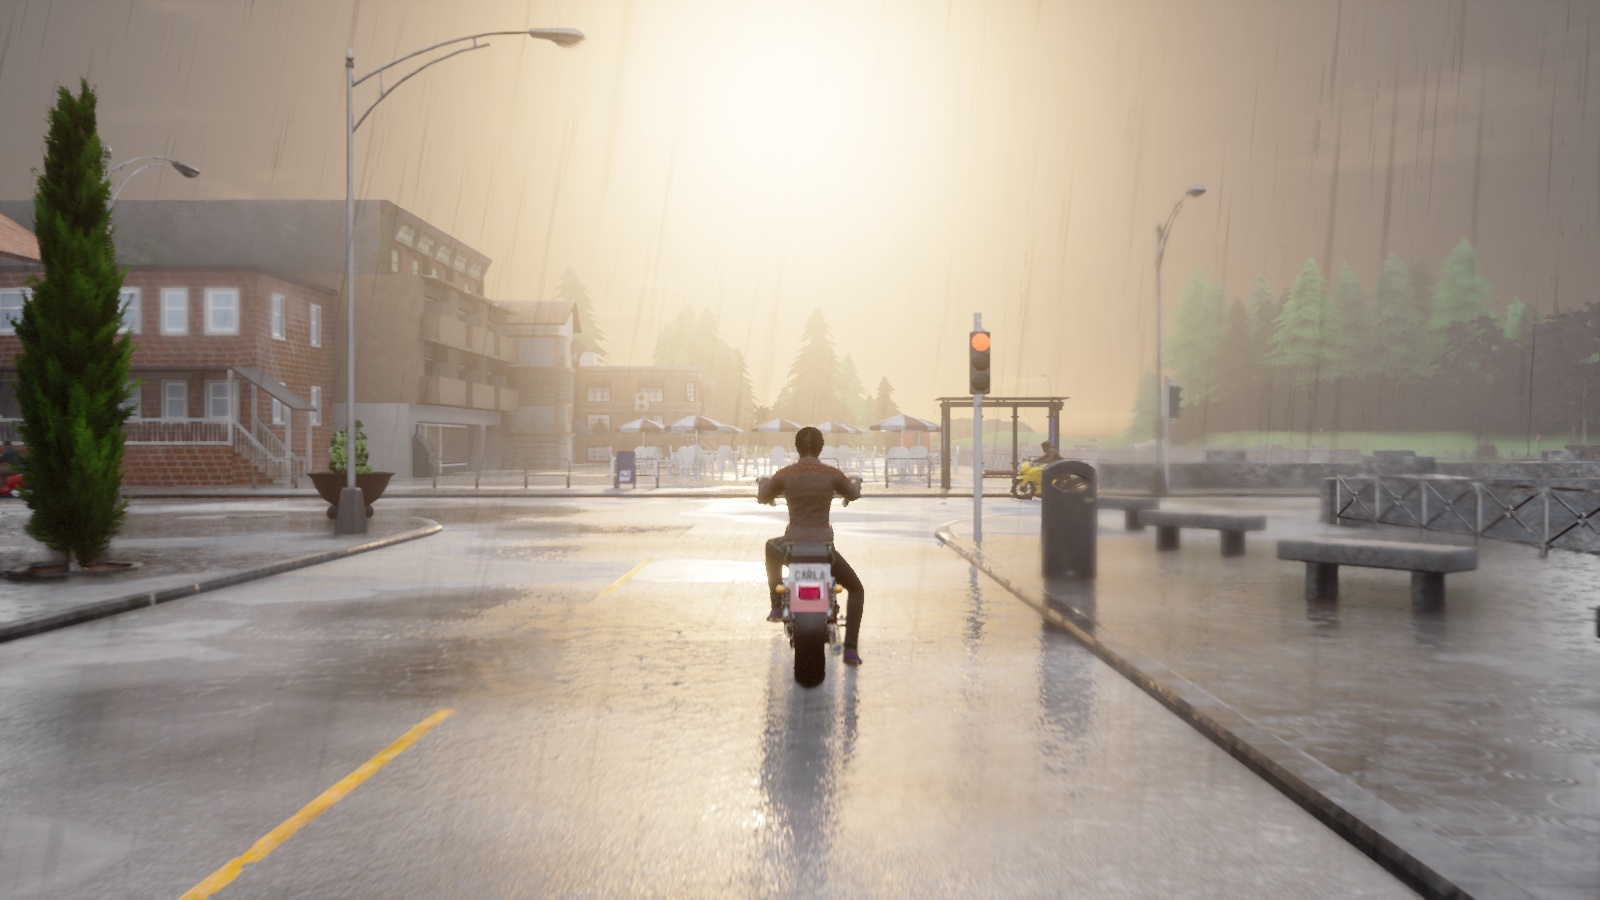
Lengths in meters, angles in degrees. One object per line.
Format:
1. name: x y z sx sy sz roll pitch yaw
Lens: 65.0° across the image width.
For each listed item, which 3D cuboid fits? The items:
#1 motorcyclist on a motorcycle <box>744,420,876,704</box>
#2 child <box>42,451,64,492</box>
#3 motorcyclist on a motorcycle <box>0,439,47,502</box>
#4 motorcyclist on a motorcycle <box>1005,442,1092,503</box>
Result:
1. motorcyclist on a motorcycle: 0.062 0.649 8.476 0.766 1.649 2.350 0 0 0
2. child: -21.671 0.614 36.424 0.448 1.192 0.343 0 0 -8
3. motorcyclist on a motorcycle: -20.383 0.503 32.059 1.817 1.590 0.866 0 0 0
4. motorcyclist on a motorcycle: 6.288 0.554 31.844 2.044 1.523 0.797 0 1 -3
